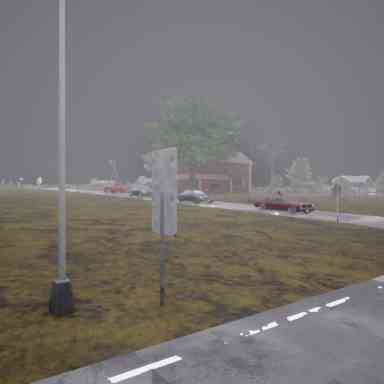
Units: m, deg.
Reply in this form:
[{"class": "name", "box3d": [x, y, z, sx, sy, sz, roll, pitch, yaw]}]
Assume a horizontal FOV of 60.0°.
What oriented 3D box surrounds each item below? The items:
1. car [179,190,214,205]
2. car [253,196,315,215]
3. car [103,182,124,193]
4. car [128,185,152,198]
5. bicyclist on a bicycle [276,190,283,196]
[{"class": "car", "box3d": [0.340, 0.488, 35.316, 1.812, 1.442, 4.674, 0, 2, -36]}, {"class": "car", "box3d": [7.109, 0.992, 25.897, 1.895, 1.301, 4.718, 0, 2, -36]}, {"class": "car", "box3d": [-14.168, -0.823, 60.378, 2.150, 2.045, 5.566, 0, 2, -36]}, {"class": "car", "box3d": [-6.683, -0.119, 45.116, 2.097, 1.767, 4.553, 0, 2, -35]}, {"class": "bicyclist on a bicycle", "box3d": [8.843, 0.660, 33.740, 1.656, 1.620, 0.582, 0, 2, -36]}]
